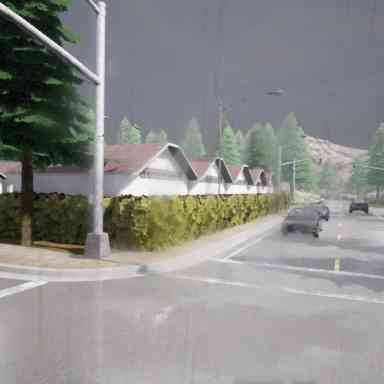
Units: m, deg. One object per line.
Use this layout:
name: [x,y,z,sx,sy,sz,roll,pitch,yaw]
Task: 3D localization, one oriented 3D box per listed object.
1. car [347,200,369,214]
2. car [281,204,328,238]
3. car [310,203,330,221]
car: [19.148,1.658,38.308,1.837,1.490,4.892,1,0,23]
car: [6.376,1.620,18.925,2.033,1.411,5.357,1,0,24]
car: [10.485,1.644,27.951,1.994,1.385,4.181,1,0,25]
